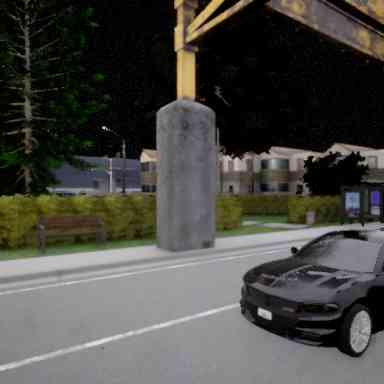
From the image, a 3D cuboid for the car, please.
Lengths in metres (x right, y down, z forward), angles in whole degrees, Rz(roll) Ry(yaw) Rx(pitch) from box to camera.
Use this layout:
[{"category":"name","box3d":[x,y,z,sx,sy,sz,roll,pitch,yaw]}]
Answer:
[{"category":"car","box3d":[3.114,1.480,6.191,5.008,1.535,1.882,0,0,-34]}]
